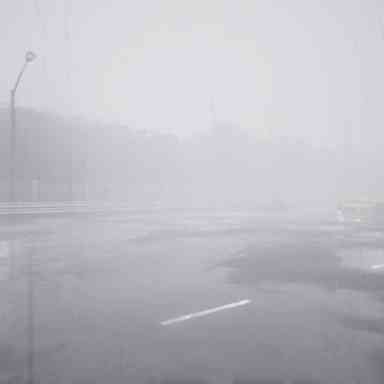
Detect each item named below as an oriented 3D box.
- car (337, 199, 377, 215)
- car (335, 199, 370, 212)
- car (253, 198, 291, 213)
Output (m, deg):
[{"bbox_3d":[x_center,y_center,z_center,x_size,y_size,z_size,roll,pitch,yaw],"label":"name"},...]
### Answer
[{"bbox_3d":[17.303,1.487,33.893,5.008,1.535,1.882,0,0,-36],"label":"car"},{"bbox_3d":[19.029,1.575,39.472,4.181,1.385,1.994,0,0,-36],"label":"car"},{"bbox_3d":[8.775,1.475,36.365,4.892,1.490,1.837,-2,1,-36],"label":"car"}]
